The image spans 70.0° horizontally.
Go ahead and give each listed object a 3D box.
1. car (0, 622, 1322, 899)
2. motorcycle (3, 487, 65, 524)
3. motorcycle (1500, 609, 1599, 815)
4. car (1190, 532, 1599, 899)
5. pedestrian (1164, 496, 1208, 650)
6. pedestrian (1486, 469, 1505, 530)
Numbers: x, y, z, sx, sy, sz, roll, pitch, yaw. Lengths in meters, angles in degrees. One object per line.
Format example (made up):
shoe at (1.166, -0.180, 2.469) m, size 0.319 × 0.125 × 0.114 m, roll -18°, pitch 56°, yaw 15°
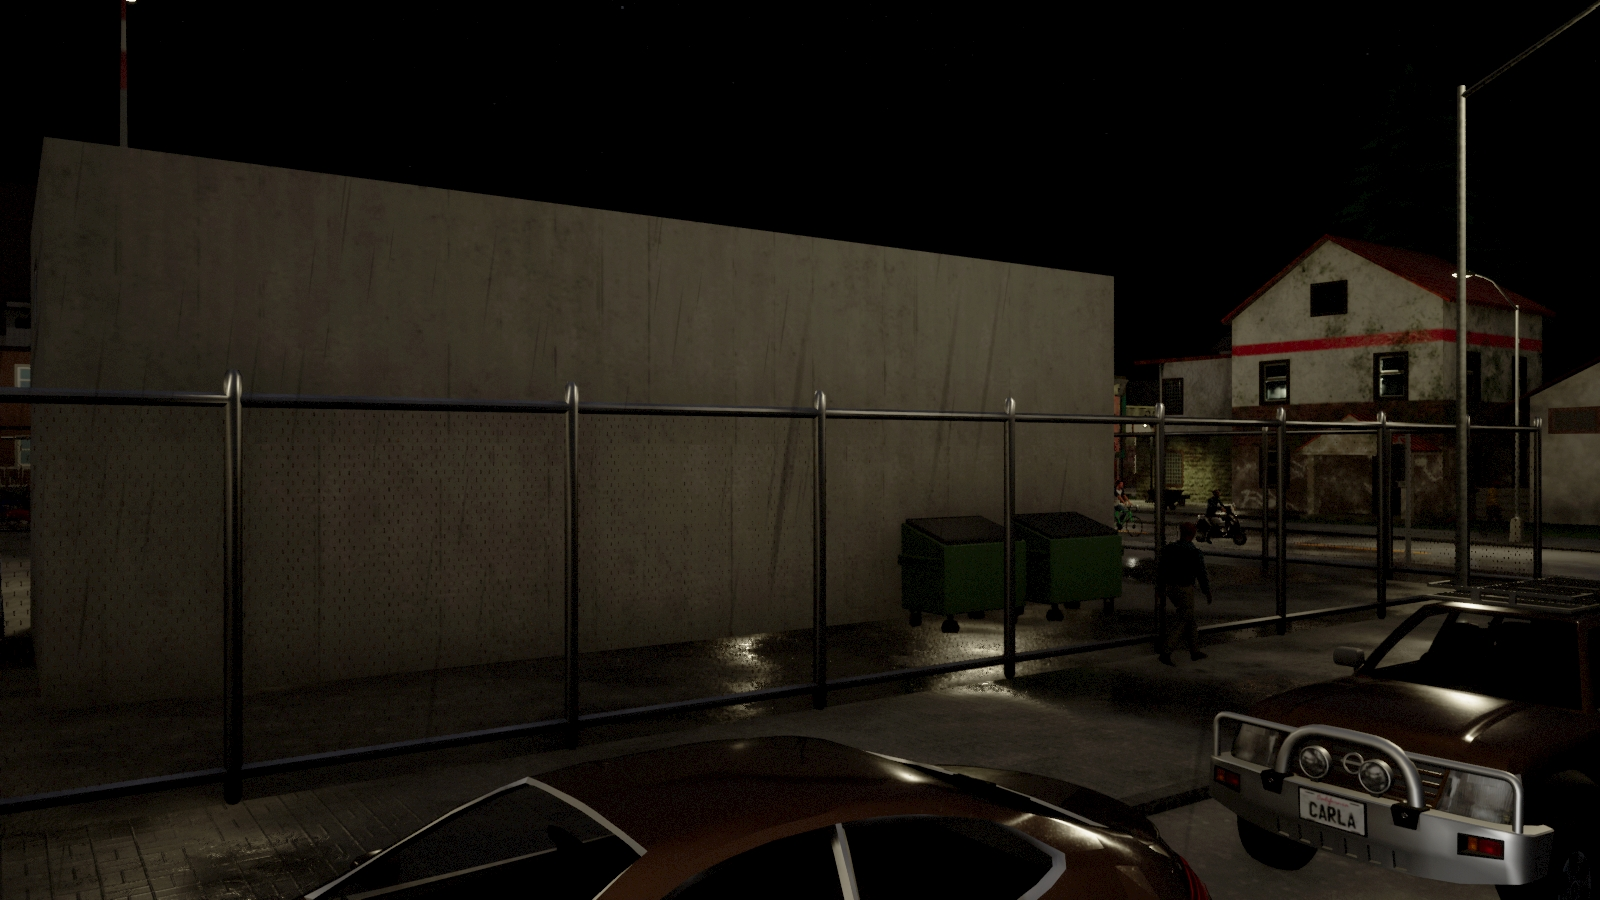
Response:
car at (-0.619, 1.771, 3.955) m, size 5.027 × 1.651 × 2.152 m, roll 0°, pitch 0°, yaw -35°
motorcycle at (-27.264, 1.961, 40.667) m, size 1.805 × 1.236 × 0.856 m, roll 0°, pitch 0°, yaw -35°
motorcycle at (6.256, 1.958, 8.768) m, size 1.805 × 1.236 × 0.856 m, roll 0°, pitch 0°, yaw -35°
car at (4.948, 1.640, 7.839) m, size 4.605 × 1.855 × 1.932 m, roll 0°, pitch 0°, yaw -35°
pedestrian at (4.804, 1.513, 14.221) m, size 0.375 × 1.860 × 0.375 m, roll 0°, pitch 0°, yaw -34°
pedestrian at (21.415, 1.510, 35.163) m, size 0.375 × 1.860 × 0.375 m, roll 0°, pitch 0°, yaw -36°
